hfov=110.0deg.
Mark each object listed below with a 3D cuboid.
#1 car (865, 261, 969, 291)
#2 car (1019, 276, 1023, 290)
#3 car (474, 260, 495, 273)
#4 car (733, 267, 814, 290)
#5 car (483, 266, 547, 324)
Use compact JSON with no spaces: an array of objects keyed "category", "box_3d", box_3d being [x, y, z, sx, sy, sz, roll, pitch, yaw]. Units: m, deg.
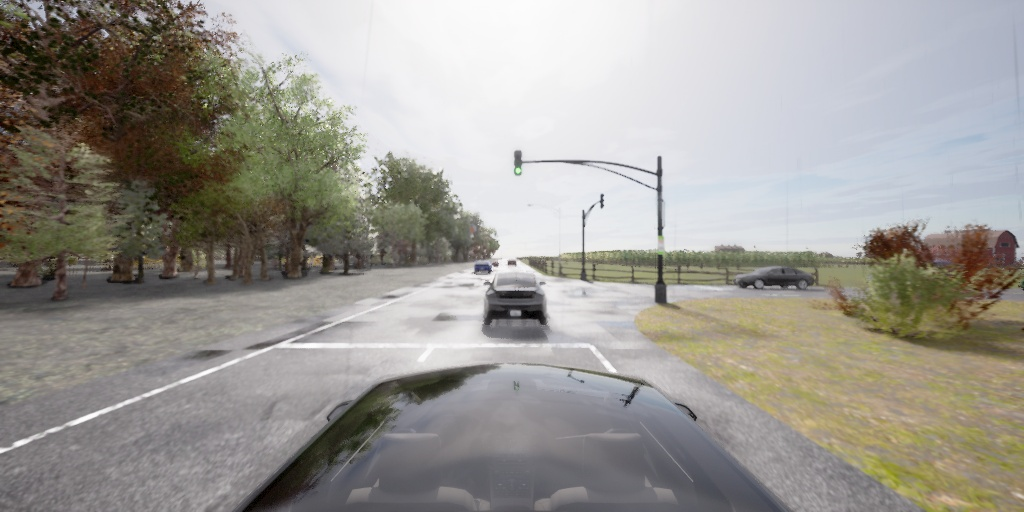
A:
[{"category":"car","box_3d":[27.882,1.340,24.733,5.566,2.045,2.150,1,-1,0]},{"category":"car","box_3d":[33.697,1.337,20.995,5.566,2.045,2.150,1,-1,0]},{"category":"car","box_3d":[-3.393,1.250,42.988,1.882,1.535,5.008,0,0,0]},{"category":"car","box_3d":[17.991,1.516,24.796,4.892,1.490,1.837,1,-1,1]},{"category":"car","box_3d":[0.101,1.264,12.022,1.837,1.490,4.892,0,0,0]}]
